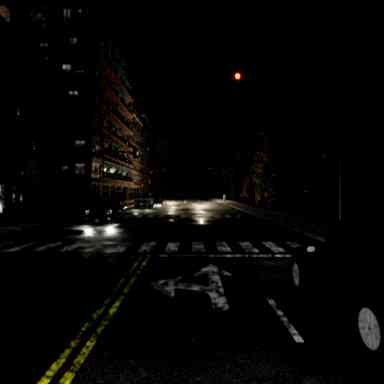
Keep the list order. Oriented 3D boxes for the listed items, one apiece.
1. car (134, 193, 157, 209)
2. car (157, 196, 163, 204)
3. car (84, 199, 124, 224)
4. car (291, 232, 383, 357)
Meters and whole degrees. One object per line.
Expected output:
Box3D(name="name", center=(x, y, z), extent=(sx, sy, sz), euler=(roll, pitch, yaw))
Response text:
Box3D(name="car", center=(-6.574, 1.211, 45.890), extent=(2.150, 2.045, 5.566), euler=(0, 0, 0))
Box3D(name="car", center=(-6.538, 1.484, 61.762), extent=(2.128, 1.511, 4.902), euler=(0, 0, 0))
Box3D(name="car", center=(-6.603, 1.394, 25.331), extent=(2.097, 1.767, 4.553), euler=(-1, 0, 0))
Box3D(name="car", center=(3.353, 1.475, 6.069), extent=(1.882, 1.535, 5.008), euler=(0, 0, -1))
